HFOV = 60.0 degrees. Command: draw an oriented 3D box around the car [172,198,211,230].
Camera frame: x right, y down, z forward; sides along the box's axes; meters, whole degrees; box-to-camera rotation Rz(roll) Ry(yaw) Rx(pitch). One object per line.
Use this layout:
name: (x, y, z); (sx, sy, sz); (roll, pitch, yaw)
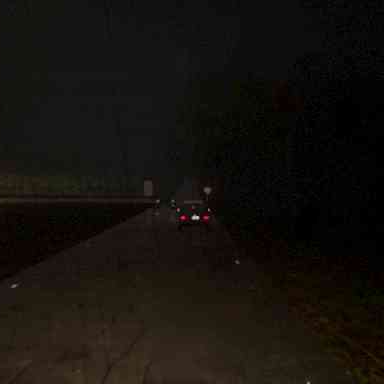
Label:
car: (0.122, 1.341, 19.631); (2.033, 1.411, 5.357); (0, 1, 0)

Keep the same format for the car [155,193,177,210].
car: (-2.707, 0.917, 35.458); (2.097, 1.767, 4.553); (0, 1, 0)
